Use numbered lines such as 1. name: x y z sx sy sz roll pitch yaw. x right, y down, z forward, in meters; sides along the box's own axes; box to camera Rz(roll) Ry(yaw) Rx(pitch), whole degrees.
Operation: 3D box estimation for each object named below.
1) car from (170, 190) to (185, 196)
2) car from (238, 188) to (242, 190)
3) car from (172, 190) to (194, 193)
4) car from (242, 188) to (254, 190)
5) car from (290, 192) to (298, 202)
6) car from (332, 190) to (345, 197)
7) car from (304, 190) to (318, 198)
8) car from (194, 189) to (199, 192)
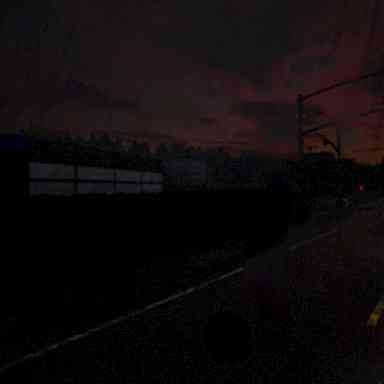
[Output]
1. car: -3.913 0.231 89.614 1.970 1.475 3.806 0 1 38
2. car: 11.459 0.024 78.086 1.905 1.878 3.866 0 1 38
3. car: -2.380 0.556 65.930 2.007 1.523 4.514 0 1 38
4. car: 14.007 0.030 76.630 1.932 1.855 4.605 0 1 38
5. car: 12.649 0.665 44.560 2.007 1.523 4.514 0 1 38
6. car: 28.605 0.264 65.128 1.845 1.501 3.633 0 1 38
7. car: 21.701 0.405 61.095 1.970 1.475 3.806 0 1 38
8. car: 1.354 0.132 85.933 2.152 1.636 5.027 0 1 38
